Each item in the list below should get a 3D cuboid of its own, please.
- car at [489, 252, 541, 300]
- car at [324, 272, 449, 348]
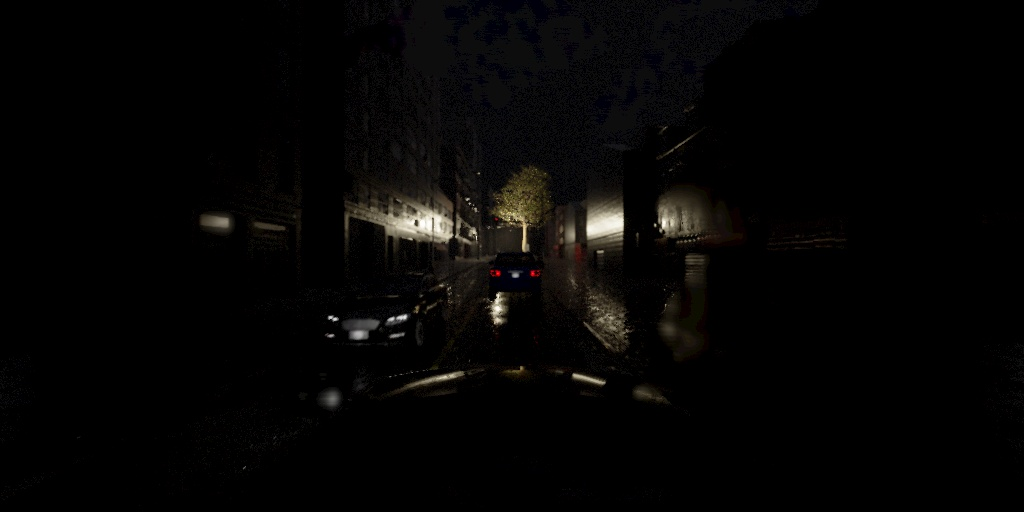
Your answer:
[{"bbox_3d":[0.101,0.819,16.579,2.150,2.045,5.566,0,1,-1],"label":"car"},{"bbox_3d":[-2.849,1.191,9.115,2.128,1.511,4.902,0,0,0],"label":"car"}]
